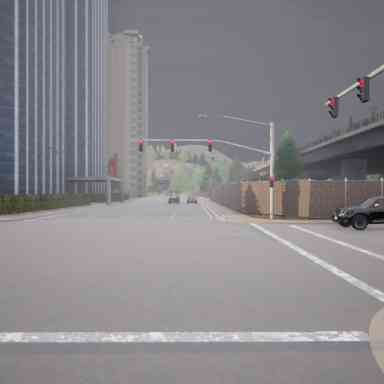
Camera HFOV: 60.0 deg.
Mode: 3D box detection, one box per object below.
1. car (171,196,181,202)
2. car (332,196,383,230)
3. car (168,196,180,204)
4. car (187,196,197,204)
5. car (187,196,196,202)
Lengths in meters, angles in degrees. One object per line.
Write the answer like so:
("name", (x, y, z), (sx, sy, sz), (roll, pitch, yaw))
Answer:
("car", (-3.603, 1.540, 74.406), (2.033, 1.411, 5.357), (0, 0, 0))
("car", (11.816, 1.277, 20.920), (5.566, 2.045, 2.150), (0, 0, 0))
("car", (-3.492, 1.478, 64.188), (1.882, 1.535, 5.008), (0, 0, 0))
("car", (0.009, 1.564, 64.585), (1.994, 1.385, 4.181), (0, 0, 0))
("car", (-0.104, 1.595, 74.547), (1.895, 1.301, 4.718), (0, 0, 0))
